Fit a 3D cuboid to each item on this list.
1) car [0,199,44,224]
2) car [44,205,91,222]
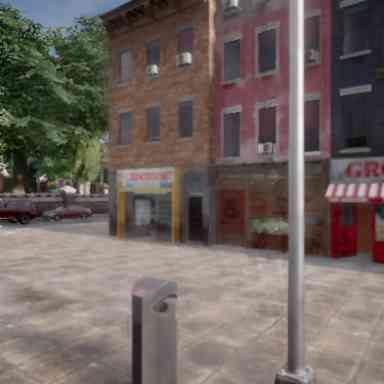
[{"bbox_3d":[-13.711,1.437,23.745,2.192,1.841,5.009,-1,-1,36],"label":"car"},{"bbox_3d":[-10.532,1.767,28.166,1.802,1.307,4.206,-1,-1,36],"label":"car"}]
